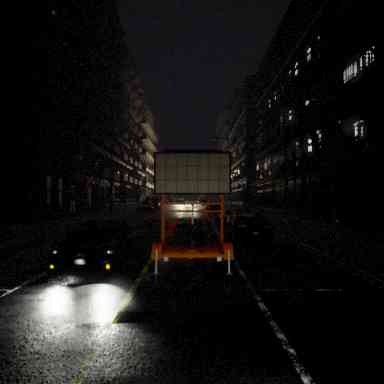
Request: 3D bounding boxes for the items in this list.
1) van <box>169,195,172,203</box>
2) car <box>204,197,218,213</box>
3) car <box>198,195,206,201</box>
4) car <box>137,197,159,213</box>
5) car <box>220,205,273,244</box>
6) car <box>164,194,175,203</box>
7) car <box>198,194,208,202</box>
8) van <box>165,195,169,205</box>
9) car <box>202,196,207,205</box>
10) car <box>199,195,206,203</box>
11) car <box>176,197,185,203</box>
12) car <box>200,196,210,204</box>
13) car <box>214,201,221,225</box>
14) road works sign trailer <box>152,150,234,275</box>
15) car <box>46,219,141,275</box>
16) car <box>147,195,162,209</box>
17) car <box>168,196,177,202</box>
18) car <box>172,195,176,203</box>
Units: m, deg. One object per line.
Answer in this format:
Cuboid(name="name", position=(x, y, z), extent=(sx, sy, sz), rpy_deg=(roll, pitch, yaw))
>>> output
Cuboid(name="van", position=(-5.165, 1.479, 60.141), extent=(1.690, 1.788, 3.998), rpy_deg=(1, 0, 0))
Cuboid(name="car", position=(2.664, 1.612, 37.939), extent=(1.887, 1.381, 4.507), rpy_deg=(1, 0, 0))
Cuboid(name="car", position=(2.748, 1.733, 93.249), extent=(1.967, 1.590, 4.097), rpy_deg=(1, 0, 0))
Cuboid(name="car", position=(-5.215, 1.592, 37.849), extent=(1.752, 1.417, 4.829), rpy_deg=(2, 0, 0))
Cuboid(name="car", position=(2.618, 1.563, 15.817), extent=(1.887, 1.381, 4.507), rpy_deg=(1, 0, 0))
Cuboid(name="car", position=(-5.129, 1.524, 76.732), extent=(2.192, 1.841, 5.009), rpy_deg=(1, 0, 0))
Cuboid(name="car", position=(2.728, 1.549, 82.187), extent=(2.192, 1.841, 5.009), rpy_deg=(1, 0, 0))
Cuboid(name="van", position=(-5.175, 1.458, 54.609), extent=(1.690, 1.788, 3.998), rpy_deg=(2, 0, 0))
Cuboid(name="car", position=(2.676, 1.633, 43.471), extent=(2.008, 1.369, 4.403), rpy_deg=(1, 0, 0))
Cuboid(name="car", position=(2.711, 1.682, 60.062), extent=(1.887, 1.381, 4.507), rpy_deg=(1, 0, 0))
Cuboid(name="car", position=(-2.597, 1.715, 72.555), extent=(1.812, 1.442, 4.674), rpy_deg=(0, 0, 0))
Cuboid(name="car", position=(2.744, 1.624, 71.124), extent=(1.967, 1.590, 4.097), rpy_deg=(1, 0, 0))
Cuboid(name="car", position=(2.631, 1.554, 21.519), extent=(1.752, 1.417, 4.829), rpy_deg=(1, 0, 0))
Cuboid(name="road works sign trailer", position=(0.019, 0.475, 10.490), extent=(2.380, 3.560, 2.880), rpy_deg=(0, 0, 0))
Cuboid(name="car", position=(-2.830, 1.574, 10.383), extent=(1.994, 1.385, 4.181), rpy_deg=(0, 0, 0))
Cuboid(name="car", position=(-5.198, 1.397, 43.551), extent=(2.192, 1.841, 5.009), rpy_deg=(2, 0, 0))
Cuboid(name="car", position=(-5.112, 1.829, 87.793), extent=(1.947, 1.339, 4.313), rpy_deg=(1, 0, 0))
Cuboid(name="car", position=(-5.141, 1.499, 71.202), extent=(2.192, 1.841, 5.009), rpy_deg=(1, 0, 0))
